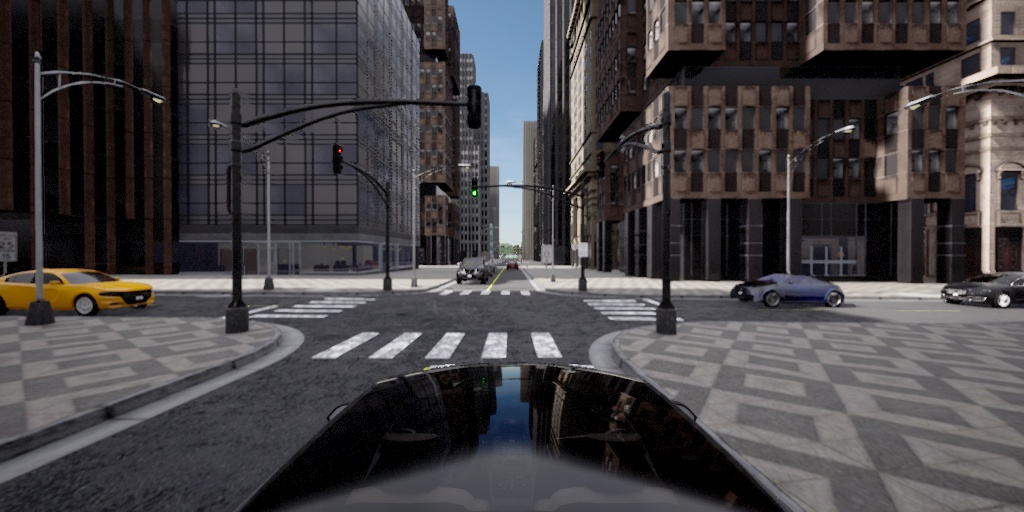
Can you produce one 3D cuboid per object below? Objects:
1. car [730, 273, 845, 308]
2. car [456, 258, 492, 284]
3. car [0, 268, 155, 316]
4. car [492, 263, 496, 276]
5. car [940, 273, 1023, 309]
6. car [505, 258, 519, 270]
[{"bbox_3d":[12.232,1.486,16.078,4.181,1.385,1.994,0,0,0],"label":"car"},{"bbox_3d":[-3.104,1.142,29.051,2.150,2.045,5.566,0,0,0],"label":"car"},{"bbox_3d":[-15.799,1.205,12.823,5.008,1.535,1.882,0,0,0],"label":"car"},{"bbox_3d":[-3.098,1.543,39.075,1.994,1.385,4.181,0,0,0],"label":"car"},{"bbox_3d":[22.313,1.502,16.097,4.892,1.490,1.837,0,0,0],"label":"car"},{"bbox_3d":[0.091,1.571,59.595,1.882,1.535,5.008,0,0,0],"label":"car"}]
